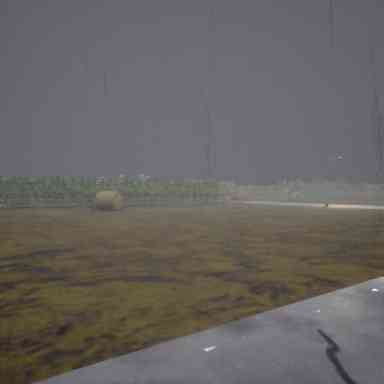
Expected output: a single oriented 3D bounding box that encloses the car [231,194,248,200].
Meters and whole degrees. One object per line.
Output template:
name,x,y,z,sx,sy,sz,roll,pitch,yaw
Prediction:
car,9.897,1.053,70.285,1.994,1.385,4.181,-1,1,-35
